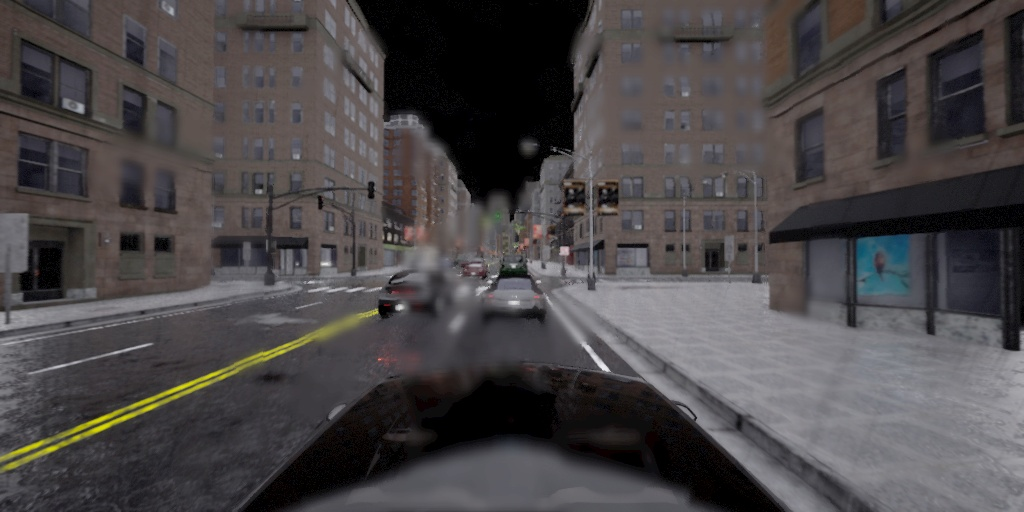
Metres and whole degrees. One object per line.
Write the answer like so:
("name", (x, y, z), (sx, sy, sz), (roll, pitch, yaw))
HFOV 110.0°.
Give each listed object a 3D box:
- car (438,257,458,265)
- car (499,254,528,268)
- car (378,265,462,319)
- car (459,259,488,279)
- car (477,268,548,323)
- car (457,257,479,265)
("car", (-9.726, 1.143, 53.604), (1.812, 1.442, 4.674), (0, 0, 1))
("car", (0.131, 0.922, 29.376), (2.150, 2.045, 5.566), (0, -1, 0))
("car", (-3.156, 1.228, 12.725), (1.837, 1.490, 4.892), (0, 0, 0))
("car", (-3.110, 1.228, 31.193), (1.812, 1.442, 4.674), (0, 0, 0))
("car", (0.091, 1.289, 12.047), (1.994, 1.385, 4.181), (0, 0, 0))
("car", (-6.485, 1.219, 53.023), (1.895, 1.301, 4.718), (0, 0, 0))
